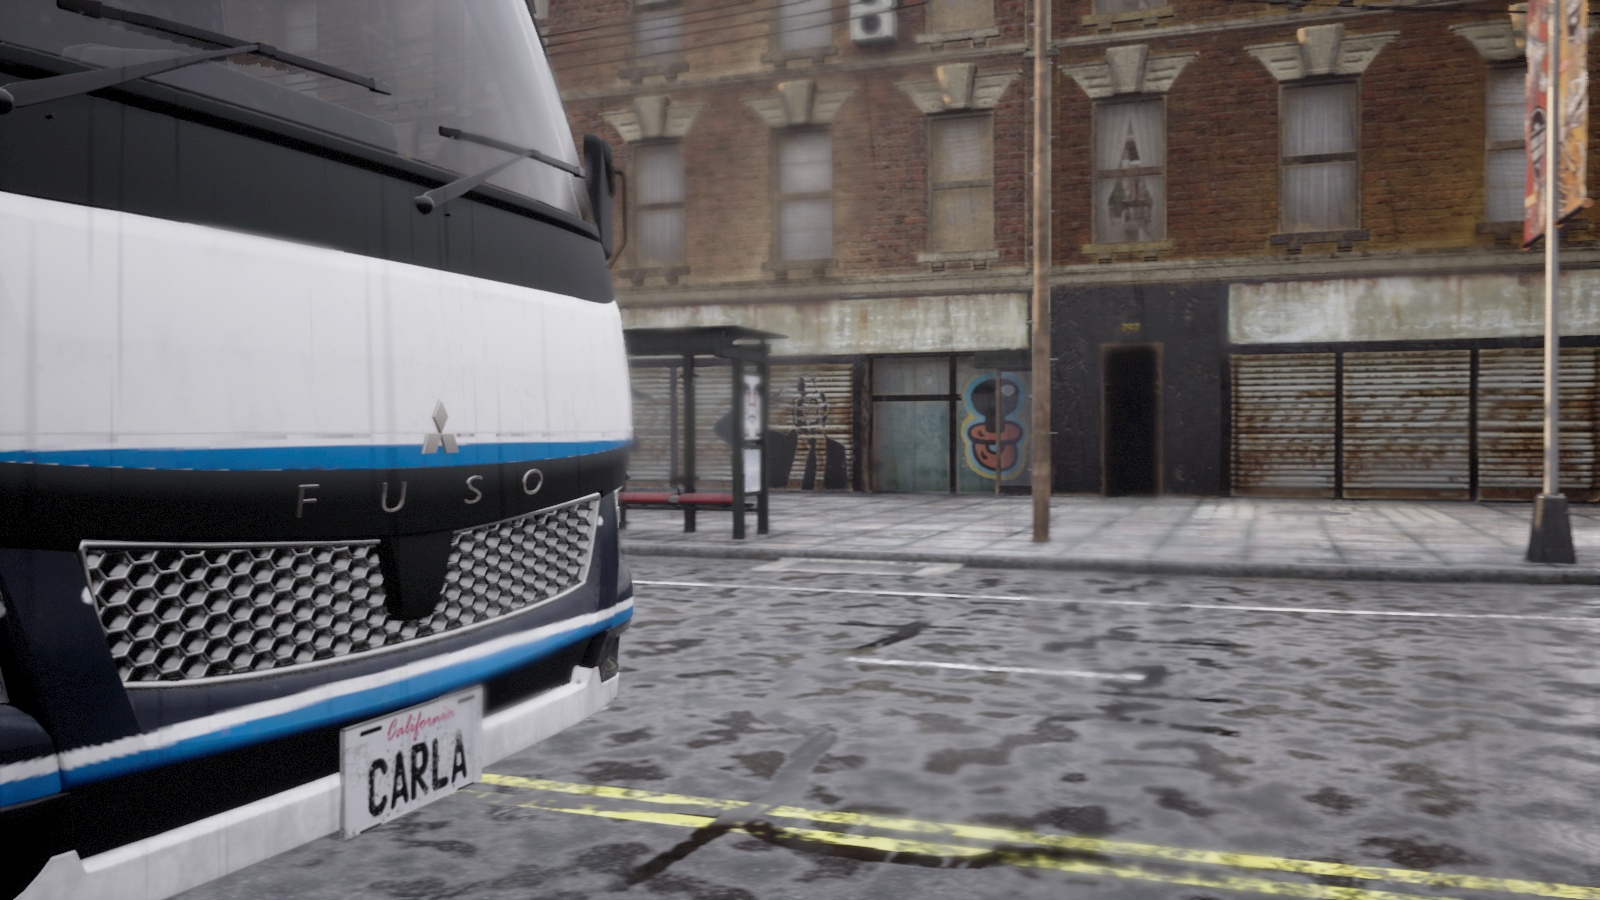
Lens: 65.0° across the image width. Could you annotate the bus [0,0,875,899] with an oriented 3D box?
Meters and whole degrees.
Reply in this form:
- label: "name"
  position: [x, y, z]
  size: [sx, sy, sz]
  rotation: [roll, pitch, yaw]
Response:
- label: "bus"
  position: [-5.201, -0.648, 5.082]
  size: [10.273, 4.253, 3.944]
  rotation: [1, 1, 21]
